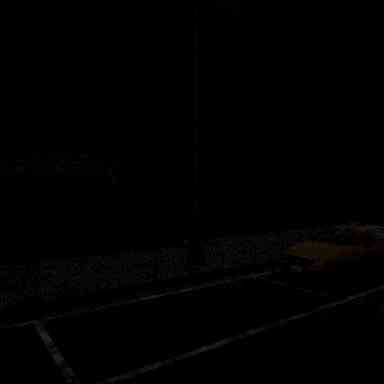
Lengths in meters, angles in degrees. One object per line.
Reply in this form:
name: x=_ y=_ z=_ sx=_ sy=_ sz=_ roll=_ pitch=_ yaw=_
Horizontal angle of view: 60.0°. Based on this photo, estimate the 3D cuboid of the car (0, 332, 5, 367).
car: x=-4.222 y=1.441 z=3.179 sx=4.097 sy=1.590 sz=1.967 roll=0 pitch=0 yaw=-35

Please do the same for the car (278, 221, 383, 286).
car: x=4.456 y=1.524 z=9.362 sx=4.829 sy=1.417 sz=1.752 roll=0 pitch=0 yaw=-35
